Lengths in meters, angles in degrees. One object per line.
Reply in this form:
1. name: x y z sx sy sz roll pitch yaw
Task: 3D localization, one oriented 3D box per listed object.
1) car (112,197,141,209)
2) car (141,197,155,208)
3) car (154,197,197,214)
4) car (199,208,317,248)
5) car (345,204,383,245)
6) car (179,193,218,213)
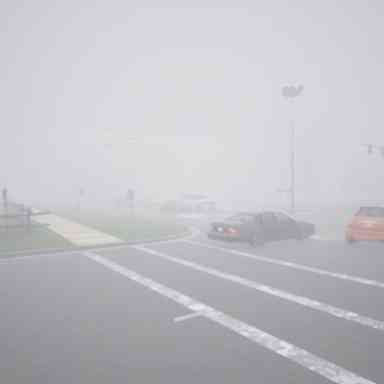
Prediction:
1. car: -9.160 1.455 44.768 1.837 1.490 4.892 0 0 -35
2. car: -5.760 1.417 46.009 1.882 1.535 5.008 0 0 -35
3. car: -1.779 1.513 34.217 1.994 1.385 4.181 0 0 -35
4. car: 3.164 1.517 14.603 5.357 1.411 2.033 0 0 -36
5. car: 8.592 1.309 14.177 4.553 1.767 2.097 0 0 -35
6. car: 0.521 1.160 37.022 2.150 2.045 5.566 0 0 -36
